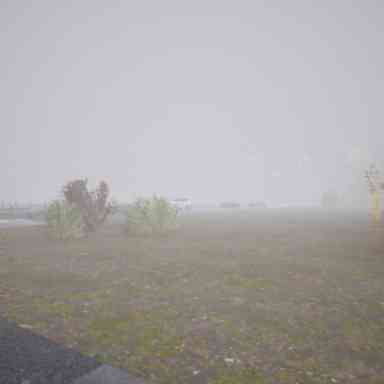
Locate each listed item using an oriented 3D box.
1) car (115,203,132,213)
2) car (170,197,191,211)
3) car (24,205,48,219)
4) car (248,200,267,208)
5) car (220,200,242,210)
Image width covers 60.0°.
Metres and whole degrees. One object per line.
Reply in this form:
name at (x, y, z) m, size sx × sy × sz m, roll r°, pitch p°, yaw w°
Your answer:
car at (-8.709, 2.001, 40.235) m, size 2.033 × 1.411 × 5.357 m, roll -1°, pitch -1°, yaw 36°
car at (-2.327, 1.796, 49.097) m, size 2.150 × 2.045 × 5.566 m, roll -1°, pitch -2°, yaw 36°
car at (-14.146, 1.916, 32.683) m, size 1.994 × 1.385 × 4.181 m, roll -1°, pitch -1°, yaw 36°
car at (12.512, 2.272, 63.546) m, size 2.033 × 1.411 × 5.357 m, roll -1°, pitch -1°, yaw 36°
car at (6.453, 2.088, 55.116) m, size 1.882 × 1.535 × 5.008 m, roll -1°, pitch -1°, yaw 36°
